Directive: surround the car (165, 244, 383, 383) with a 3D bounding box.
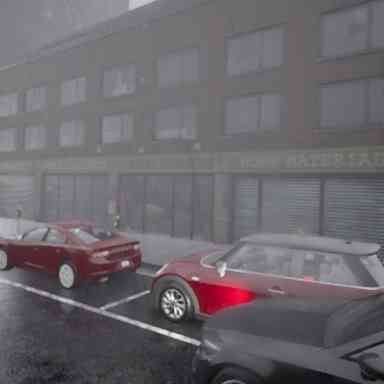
[{"bbox_3d":[2.205,1.544,2.739,4.674,1.442,1.812,1,1,34],"label":"car"}]

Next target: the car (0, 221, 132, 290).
[{"bbox_3d":[-3.346,1.427,8.681,4.507,1.381,1.887,1,1,34],"label":"car"}]

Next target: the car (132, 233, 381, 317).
[{"bbox_3d":[1.229,1.420,5.618,4.097,1.590,1.967,1,1,34],"label":"car"}]
